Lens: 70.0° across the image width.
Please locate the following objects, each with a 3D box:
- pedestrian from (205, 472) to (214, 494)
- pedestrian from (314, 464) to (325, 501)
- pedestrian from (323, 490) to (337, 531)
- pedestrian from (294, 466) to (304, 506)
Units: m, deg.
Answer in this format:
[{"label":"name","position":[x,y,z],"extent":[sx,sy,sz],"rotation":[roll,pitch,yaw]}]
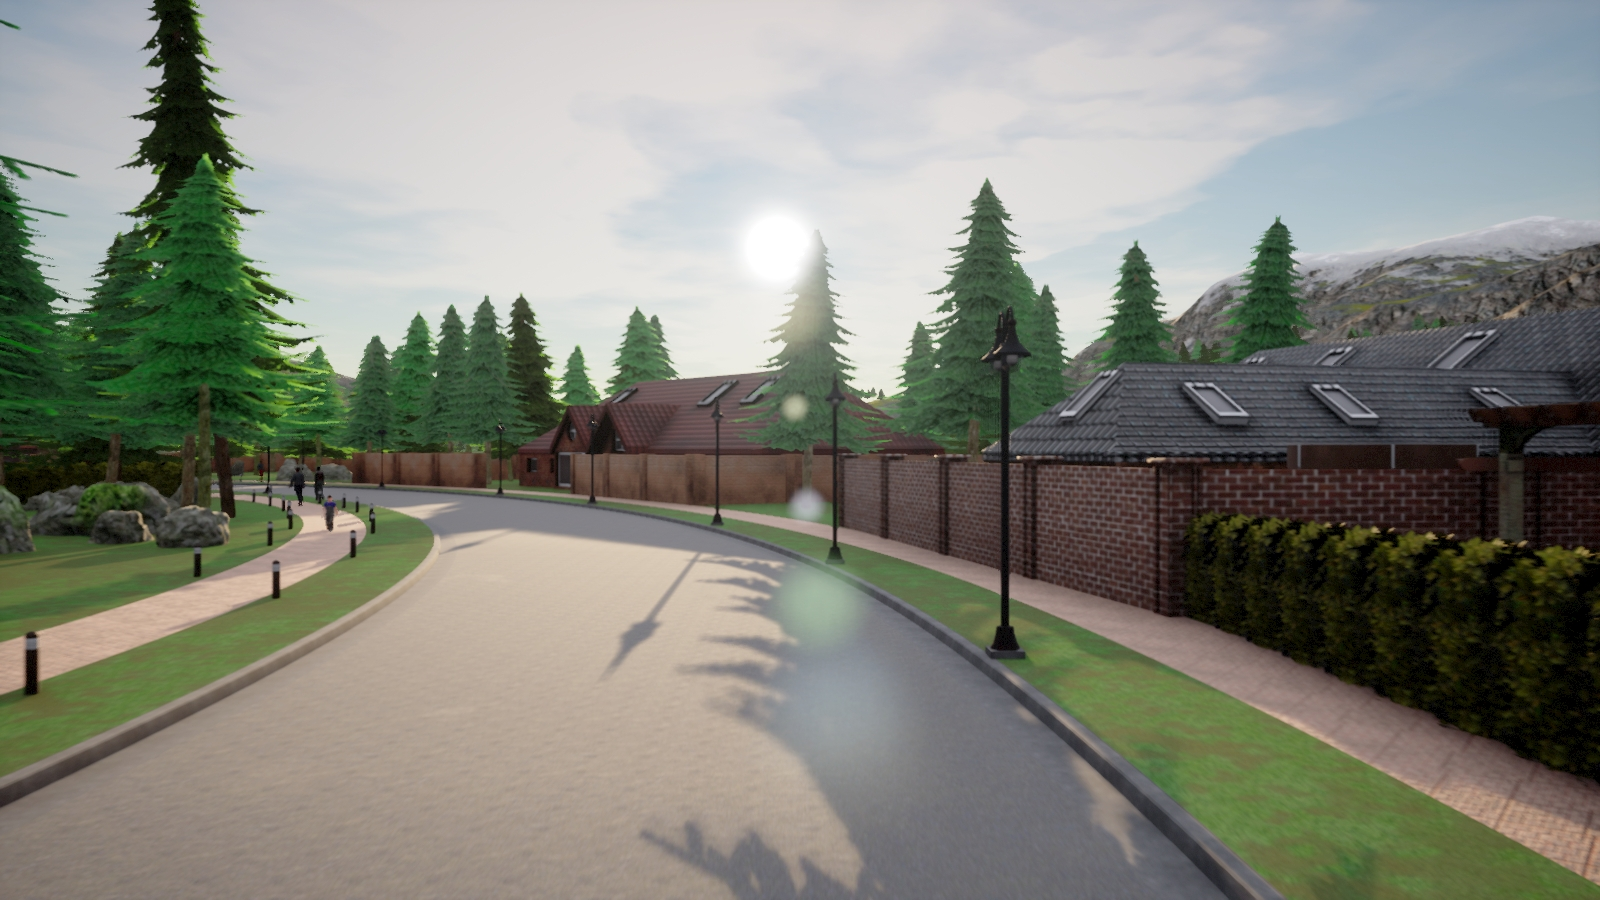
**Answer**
[{"label":"pedestrian","position":[-34.993,1.941,67.719],"extent":[0.375,1.300,0.375],"rotation":[0,0,41]},{"label":"pedestrian","position":[-24.567,1.662,58.420],"extent":[0.375,1.860,0.375],"rotation":[0,0,38]},{"label":"pedestrian","position":[-15.185,1.942,36.929],"extent":[0.375,1.300,0.375],"rotation":[0,0,-16]},{"label":"pedestrian","position":[-23.291,1.661,53.100],"extent":[0.375,1.860,0.375],"rotation":[0,0,-38]}]
